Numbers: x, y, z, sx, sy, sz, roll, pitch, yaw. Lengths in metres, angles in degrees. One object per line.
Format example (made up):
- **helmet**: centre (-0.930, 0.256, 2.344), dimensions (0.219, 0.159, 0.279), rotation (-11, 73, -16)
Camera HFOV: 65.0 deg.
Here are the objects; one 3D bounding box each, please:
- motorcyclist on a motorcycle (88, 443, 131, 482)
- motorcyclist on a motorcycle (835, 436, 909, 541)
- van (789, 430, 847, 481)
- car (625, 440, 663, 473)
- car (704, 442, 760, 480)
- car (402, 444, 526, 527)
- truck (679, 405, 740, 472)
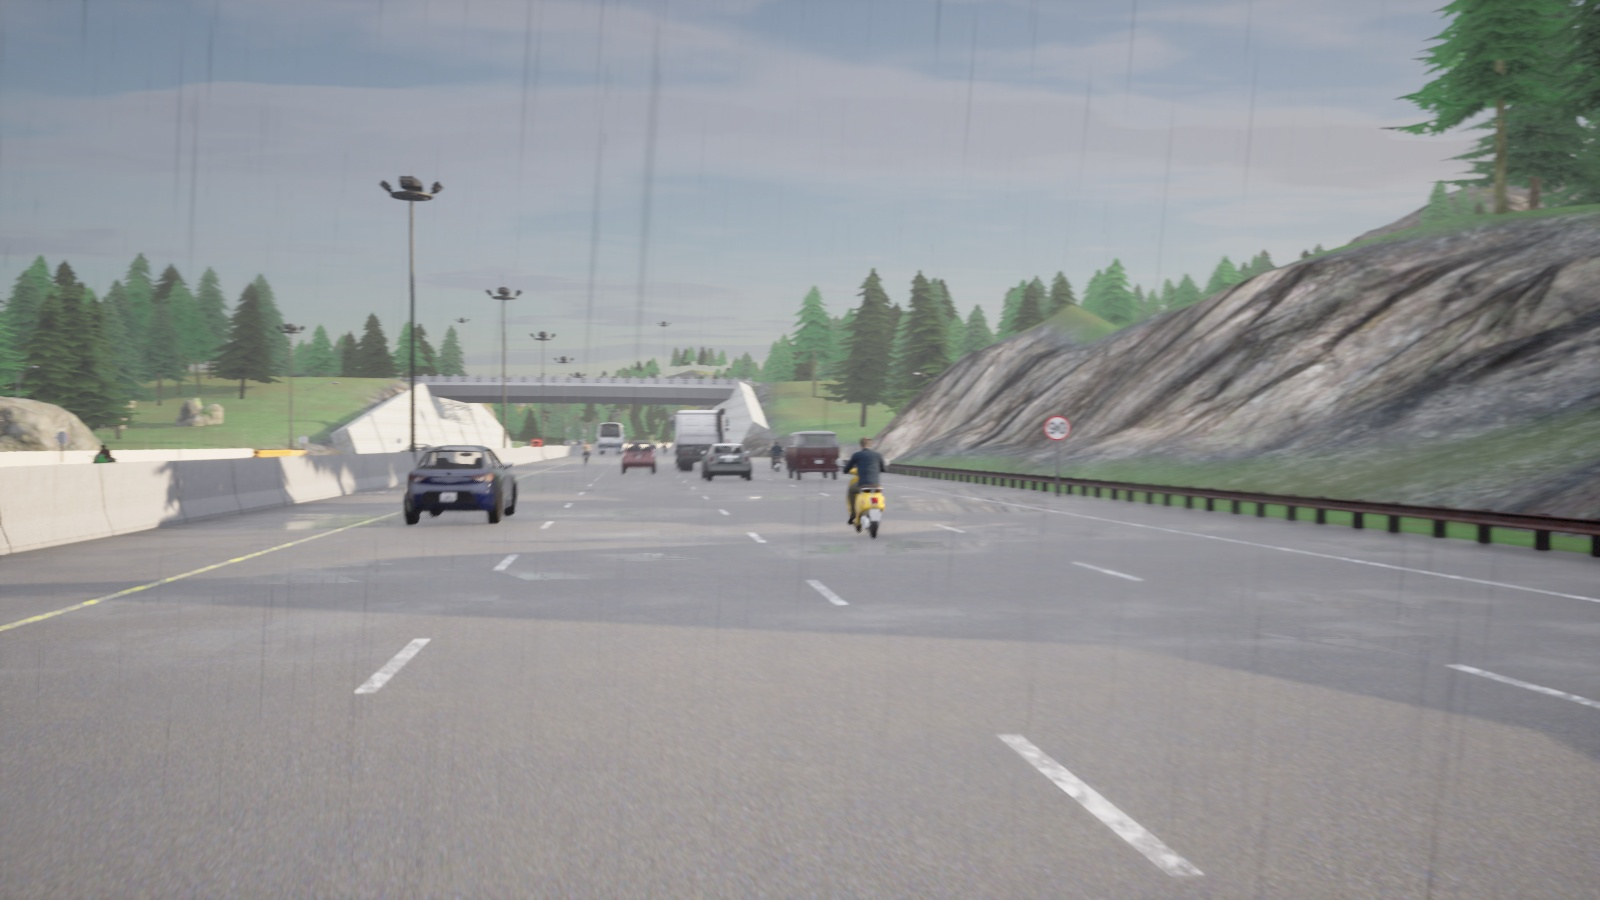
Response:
- **motorcyclist on a motorcycle**: centre (-27.318, 0.489, 49.692), dimensions (0.797, 1.523, 2.044), rotation (0, 0, -7)
- **motorcyclist on a motorcycle**: centre (1.122, 0.584, 20.032), dimensions (0.866, 1.590, 1.817), rotation (0, 0, -7)
- **van**: centre (0.683, 0.204, 51.443), dimensions (1.775, 1.987, 4.442), rotation (0, 0, -7)
- **car**: centre (-7.927, 0.294, 63.751), dimensions (1.851, 1.617, 3.988), rotation (0, 0, -7)
- **car**: centre (-2.808, 0.425, 51.151), dimensions (1.970, 1.475, 3.806), rotation (0, 0, -7)
- **car**: centre (-6.543, 0.629, 24.860), dimensions (1.816, 1.474, 4.193), rotation (0, 0, -7)
- **truck**: centre (-5.064, -0.620, 69.001), dimensions (2.891, 3.462, 7.936), rotation (0, 0, -7)
